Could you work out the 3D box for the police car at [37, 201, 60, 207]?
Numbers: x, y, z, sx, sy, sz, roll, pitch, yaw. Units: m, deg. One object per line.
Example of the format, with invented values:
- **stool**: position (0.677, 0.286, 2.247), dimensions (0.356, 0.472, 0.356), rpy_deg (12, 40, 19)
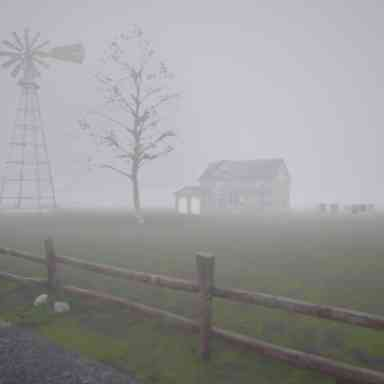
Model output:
- **police car**: position (-33.138, 2.829, 76.673), dimensions (2.038, 1.542, 4.974), rpy_deg (0, -1, 35)
